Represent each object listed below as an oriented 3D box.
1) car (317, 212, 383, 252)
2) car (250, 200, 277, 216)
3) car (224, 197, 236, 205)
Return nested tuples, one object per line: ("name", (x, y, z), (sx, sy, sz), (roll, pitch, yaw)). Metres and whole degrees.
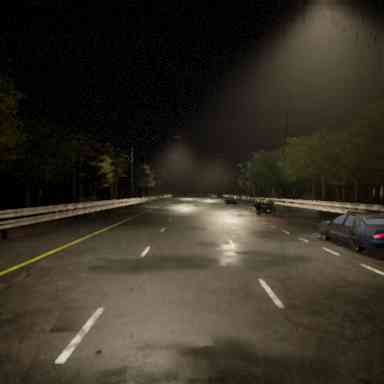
("car", (7.000, 1.549, 13.801), (2.033, 1.411, 5.357), (0, 0, 0))
("car", (7.008, 1.506, 32.825), (2.128, 1.511, 4.902), (0, 0, 0))
("car", (7.086, 1.616, 61.881), (1.994, 1.385, 4.181), (0, 0, 0))
